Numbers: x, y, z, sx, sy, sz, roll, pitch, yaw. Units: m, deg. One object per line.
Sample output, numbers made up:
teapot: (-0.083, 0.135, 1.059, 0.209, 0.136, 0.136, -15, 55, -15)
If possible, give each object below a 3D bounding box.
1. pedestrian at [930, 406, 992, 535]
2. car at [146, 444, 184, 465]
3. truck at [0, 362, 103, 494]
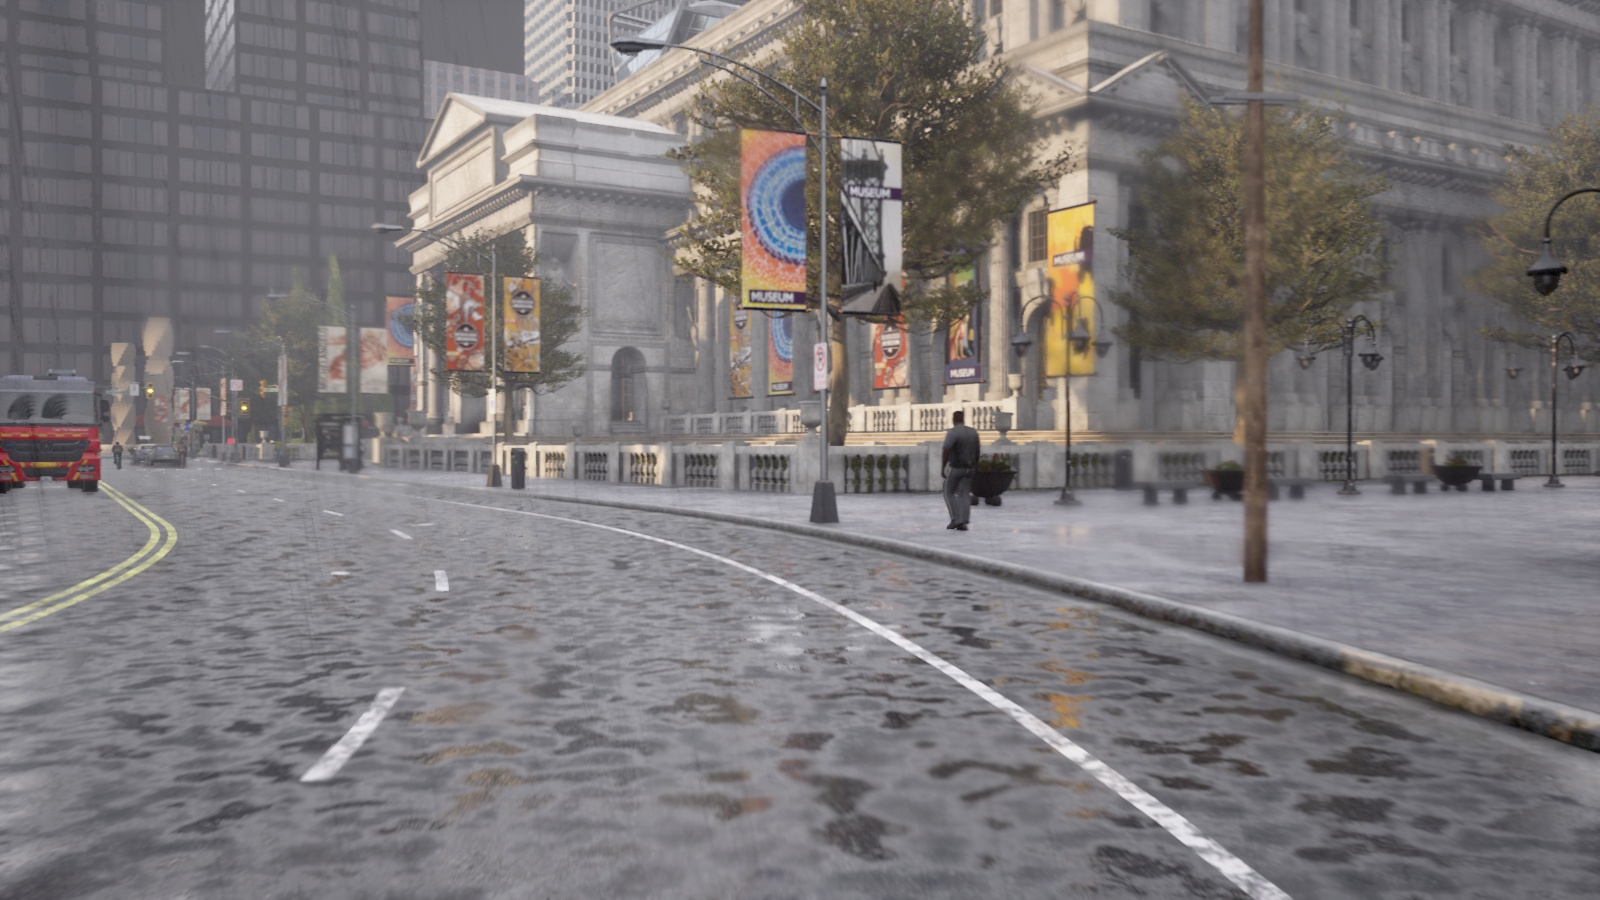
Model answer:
pedestrian: (2.397, 0.298, 18.776, 0.563, 1.883, 0.849, 0, 0, -24)
car: (-43.761, 0.317, 86.518, 1.994, 1.385, 4.181, 0, 0, -31)
truck: (-24.330, -0.650, 40.571, 2.891, 3.827, 8.468, 0, 0, -31)
